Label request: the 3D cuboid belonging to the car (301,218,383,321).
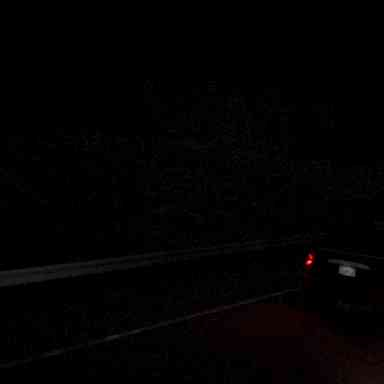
[{"bbox_3d":[4.350,1.359,6.846,4.553,1.767,2.097,0,0,-35],"label":"car"}]
